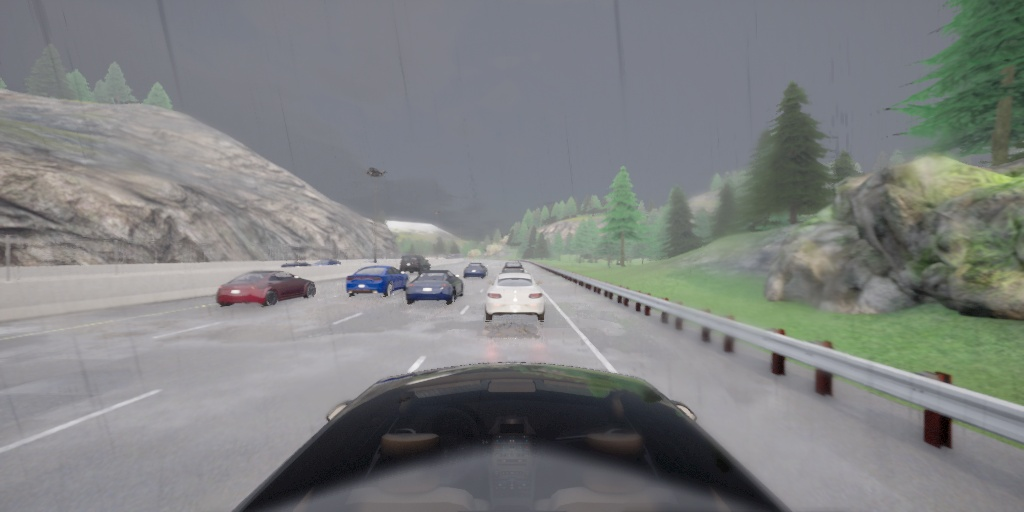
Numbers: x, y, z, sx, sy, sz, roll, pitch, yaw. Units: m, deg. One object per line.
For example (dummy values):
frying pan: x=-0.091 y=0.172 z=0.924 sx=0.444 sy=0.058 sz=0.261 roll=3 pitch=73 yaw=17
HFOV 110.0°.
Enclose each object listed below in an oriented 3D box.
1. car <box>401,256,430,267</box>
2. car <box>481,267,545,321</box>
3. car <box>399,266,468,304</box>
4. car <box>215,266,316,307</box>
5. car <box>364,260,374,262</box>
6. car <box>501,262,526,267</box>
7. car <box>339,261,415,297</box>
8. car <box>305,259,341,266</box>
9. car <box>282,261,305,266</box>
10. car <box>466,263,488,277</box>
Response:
car: x=-10.386 y=0.970 z=38.656 sx=2.150 sy=2.045 sz=5.566 roll=0 pitch=0 yaw=0
car: x=0.095 y=1.275 z=12.344 sx=1.812 sy=1.442 sz=4.674 roll=0 pitch=0 yaw=0
car: x=-3.394 y=1.313 z=16.402 sx=1.994 sy=1.385 sz=4.181 roll=0 pitch=0 yaw=0
car: x=-10.395 y=1.314 z=15.506 sx=1.994 sy=1.385 sz=4.181 roll=0 pitch=0 yaw=0
car: x=-21.049 y=1.275 z=52.622 sx=1.812 sy=1.442 sz=4.674 roll=0 pitch=0 yaw=0
car: x=0.110 y=1.240 z=30.062 sx=2.128 sy=1.511 sz=4.902 roll=0 pitch=0 yaw=0
car: x=-6.894 y=1.227 z=18.916 sx=1.882 sy=1.535 sz=5.008 roll=0 pitch=0 yaw=0
car: x=-24.561 y=1.227 z=47.163 sx=1.882 sy=1.535 sz=5.008 roll=0 pitch=0 yaw=0
car: x=-31.527 y=1.351 z=52.549 sx=1.895 sy=1.301 sz=4.718 roll=0 pitch=0 yaw=1
car: x=-3.389 y=1.313 z=33.827 sx=1.994 sy=1.385 sz=4.181 roll=0 pitch=0 yaw=0
